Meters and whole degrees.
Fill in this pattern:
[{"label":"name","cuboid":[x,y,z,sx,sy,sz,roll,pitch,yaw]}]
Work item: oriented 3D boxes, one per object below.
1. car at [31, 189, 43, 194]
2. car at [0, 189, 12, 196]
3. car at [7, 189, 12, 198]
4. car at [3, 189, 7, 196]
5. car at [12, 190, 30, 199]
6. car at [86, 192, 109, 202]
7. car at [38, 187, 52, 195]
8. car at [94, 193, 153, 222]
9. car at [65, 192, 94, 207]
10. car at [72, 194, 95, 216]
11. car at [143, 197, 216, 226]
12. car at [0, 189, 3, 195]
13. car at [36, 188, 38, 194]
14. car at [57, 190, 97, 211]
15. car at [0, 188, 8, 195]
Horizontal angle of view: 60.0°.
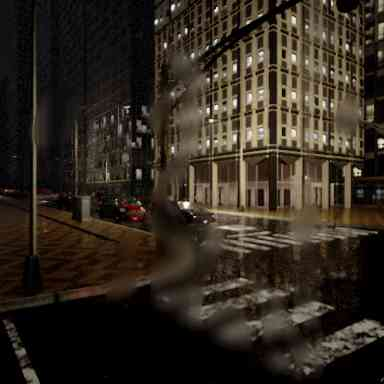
[{"label":"car","cuboid":[-40.144,-0.162,86.038,1.947,1.339,4.313,1,0,-36]},{"label":"car","cuboid":[-40.408,0.041,72.025,1.947,1.339,4.313,2,0,-36]},{"label":"car","cuboid":[-30.661,0.347,58.436,2.008,1.369,4.403,2,0,-36]},{"label":"car","cuboid":[-33.910,0.234,62.965,1.887,1.381,4.507,2,0,-36]},{"label":"car","cuboid":[-27.412,0.448,53.906,1.887,1.381,4.507,2,0,-36]},{"label":"car","cuboid":[-14.146,0.696,49.788,1.947,1.339,4.313,1,0,-36]},{"label":"car","cuboid":[-33.644,0.031,76.975,1.887,1.381,4.507,1,0,-36]},{"label":"car","cuboid":[-4.669,1.096,22.199,1.967,1.590,4.097,2,0,-36]},{"label":"car","cuboid":[-13.075,0.817,38.357,1.837,1.490,4.892,0,1,-35]},{"label":"car","cuboid":[-7.922,1.130,26.728,1.802,1.307,4.206,2,0,-36]},{"label":"car","cuboid":[-0.772,1.266,21.181,2.033,1.411,5.357,0,1,-36]},{"label":"car","cuboid":[-37.158,0.133,67.495,2.008,1.369,4.403,2,0,-36]},{"label":"car","cuboid":[-36.888,-0.305,81.506,2.192,1.841,5.009,1,0,-36]},{"label":"car","cuboid":[-11.163,0.756,31.257,2.192,1.841,5.009,2,0,-36]},{"label":"car","cuboid":[-43.655,-0.087,76.555,1.887,1.381,4.507,2,0,-36]}]
